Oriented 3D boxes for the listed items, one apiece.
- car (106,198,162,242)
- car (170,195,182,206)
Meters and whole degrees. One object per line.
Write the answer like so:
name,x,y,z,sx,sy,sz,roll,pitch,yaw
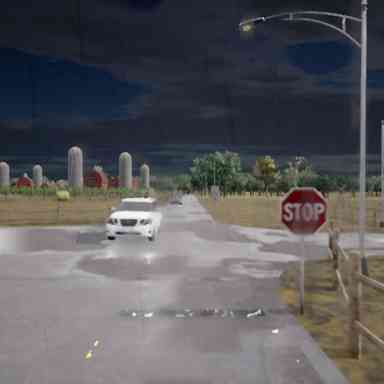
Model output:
car,-2.767,1.328,17.138,2.150,2.045,5.566,1,-1,0
car,-2.866,1.453,60.141,2.097,1.767,4.553,0,0,0
